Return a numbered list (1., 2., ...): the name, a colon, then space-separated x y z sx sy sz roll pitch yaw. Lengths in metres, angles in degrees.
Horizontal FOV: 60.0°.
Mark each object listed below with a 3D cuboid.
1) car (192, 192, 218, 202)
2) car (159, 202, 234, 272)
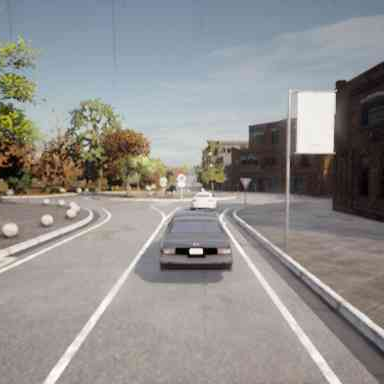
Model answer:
1. car: 1.016 0.738 26.312 1.812 1.442 4.674 0 1 7
2. car: 0.098 1.275 9.837 2.033 1.411 5.357 0 2 0
